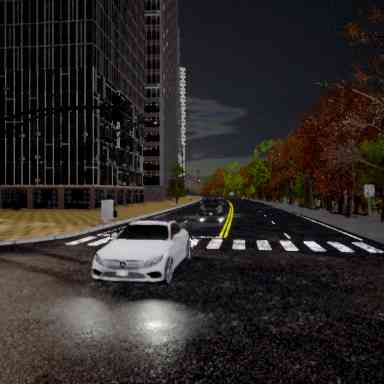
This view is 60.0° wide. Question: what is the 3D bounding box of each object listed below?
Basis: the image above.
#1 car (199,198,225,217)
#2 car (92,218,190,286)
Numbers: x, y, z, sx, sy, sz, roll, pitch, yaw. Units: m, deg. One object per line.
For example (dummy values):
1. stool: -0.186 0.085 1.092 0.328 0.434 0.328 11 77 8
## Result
1. car: 1.920 1.351 30.905 2.097 1.767 4.553 0 0 8
2. car: -1.192 1.534 9.682 1.812 1.442 4.674 0 0 9
